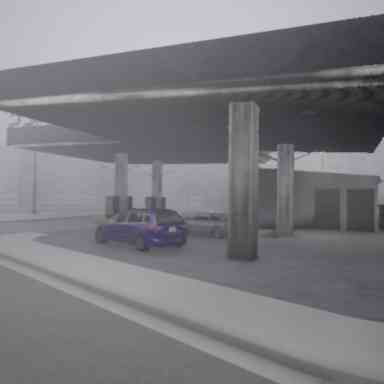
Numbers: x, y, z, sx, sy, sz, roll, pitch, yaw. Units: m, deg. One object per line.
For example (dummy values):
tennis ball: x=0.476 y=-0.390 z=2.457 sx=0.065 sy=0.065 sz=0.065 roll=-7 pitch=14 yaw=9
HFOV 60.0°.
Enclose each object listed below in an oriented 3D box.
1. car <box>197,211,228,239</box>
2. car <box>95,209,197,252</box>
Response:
car: x=0.981 y=1.855 z=19.466 sx=3.806 sy=1.475 sz=1.970 roll=0 pitch=-2 yaw=43
car: x=-2.364 y=1.553 z=14.739 sx=4.611 sy=1.667 sz=2.242 roll=0 pitch=-2 yaw=43
